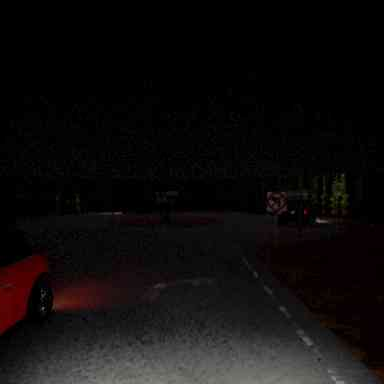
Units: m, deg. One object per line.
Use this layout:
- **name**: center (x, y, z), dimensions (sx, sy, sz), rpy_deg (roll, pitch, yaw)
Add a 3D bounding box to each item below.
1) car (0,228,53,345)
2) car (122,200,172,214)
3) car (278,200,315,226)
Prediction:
- **car**: center (-3.566, 1.357, 4.093), dimensions (2.097, 1.767, 4.553), rpy_deg (0, 0, 0)
- **car**: center (-4.822, 1.567, 36.036), dimensions (5.357, 1.411, 2.033), rpy_deg (0, 0, -14)
- **car**: center (7.484, 1.364, 23.641), dimensions (2.097, 1.767, 4.553), rpy_deg (0, 0, 26)
